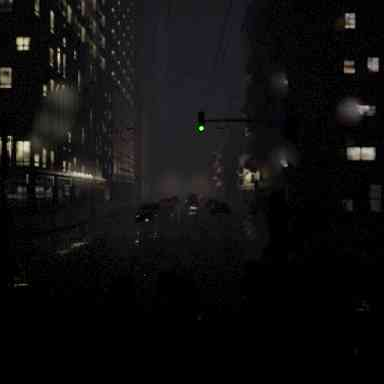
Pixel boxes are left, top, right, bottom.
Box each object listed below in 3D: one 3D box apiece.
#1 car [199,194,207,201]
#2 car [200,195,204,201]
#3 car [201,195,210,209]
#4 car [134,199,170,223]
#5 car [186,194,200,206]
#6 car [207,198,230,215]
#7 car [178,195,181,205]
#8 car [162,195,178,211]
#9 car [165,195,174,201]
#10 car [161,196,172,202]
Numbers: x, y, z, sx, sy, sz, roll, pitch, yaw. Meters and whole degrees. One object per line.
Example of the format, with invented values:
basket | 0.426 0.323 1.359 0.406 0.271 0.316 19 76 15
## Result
car | 2.707 1.450 85.298 1.967 1.590 4.097 0 0 0
car | 2.702 1.546 51.407 2.008 1.369 4.403 0 0 0
car | 2.700 1.545 45.758 2.008 1.369 4.403 0 0 0
car | -3.095 1.540 25.505 2.033 1.411 5.357 0 0 0
car | 0.011 1.502 55.025 1.837 1.490 4.892 0 0 0
car | 2.748 1.575 32.841 1.802 1.307 4.206 0 0 0
car | -2.989 1.353 59.641 2.097 1.767 4.553 0 0 0
car | -3.083 1.472 40.072 1.882 1.535 5.008 0 0 0
car | -5.673 1.556 85.300 1.887 1.381 4.507 0 0 0
car | -5.675 1.555 74.002 2.008 1.369 4.403 0 0 0
